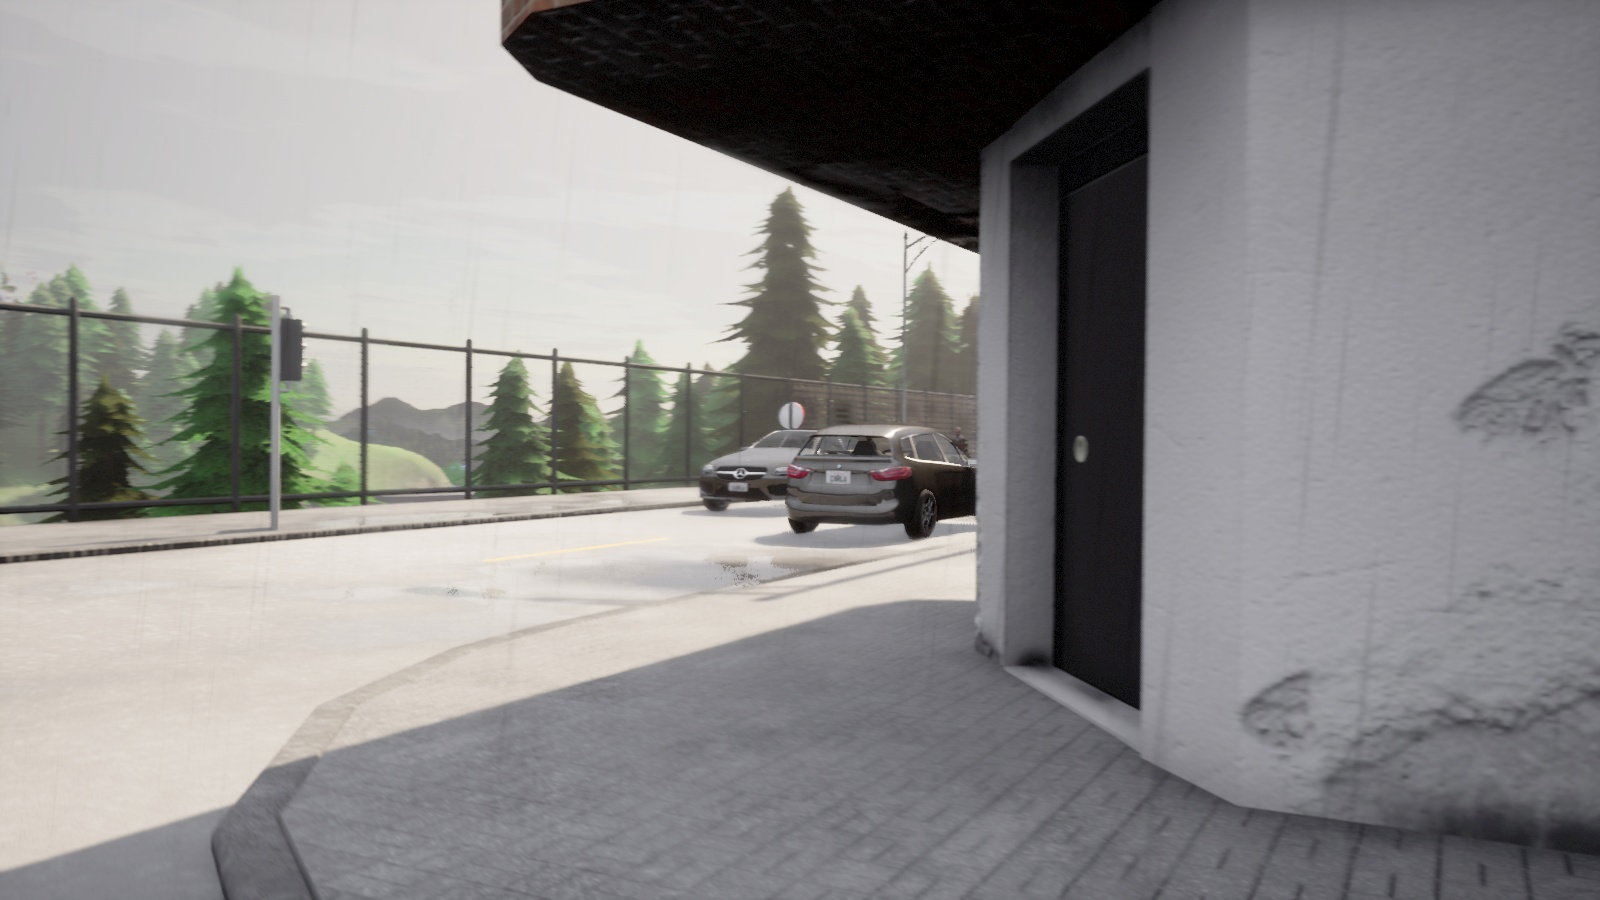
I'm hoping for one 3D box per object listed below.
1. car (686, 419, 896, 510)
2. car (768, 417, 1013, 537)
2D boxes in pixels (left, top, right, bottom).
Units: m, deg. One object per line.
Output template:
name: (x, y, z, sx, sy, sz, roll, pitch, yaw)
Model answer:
car: (-0.041, 0.229, 25.535, 2.152, 1.651, 5.027, 0, 1, 27)
car: (1.592, 0.344, 20.007, 2.242, 1.667, 4.611, 0, 1, 27)
